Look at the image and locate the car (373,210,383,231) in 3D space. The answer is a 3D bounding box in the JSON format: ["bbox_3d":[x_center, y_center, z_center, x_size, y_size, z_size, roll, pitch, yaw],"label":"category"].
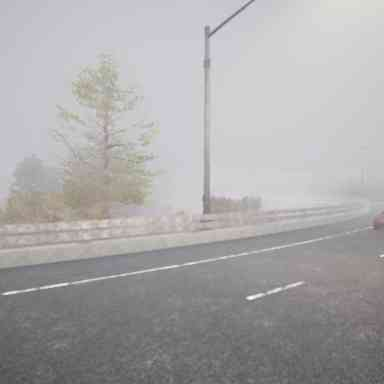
[{"bbox_3d":[12.698,1.640,20.509,1.994,1.385,4.181,0,0,42],"label":"car"}]
